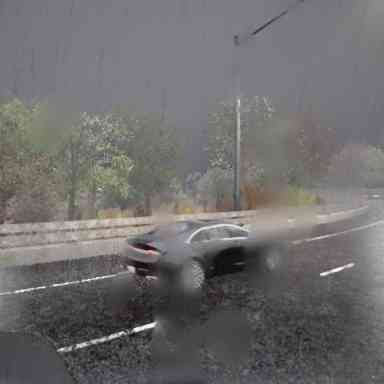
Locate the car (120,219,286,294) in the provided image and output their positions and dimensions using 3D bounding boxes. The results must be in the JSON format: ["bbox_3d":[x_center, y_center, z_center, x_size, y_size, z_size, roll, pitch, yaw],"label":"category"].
[{"bbox_3d":[0.530,1.488,8.869,4.902,1.511,2.128,0,0,-39],"label":"car"}]

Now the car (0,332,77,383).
[{"bbox_3d":[-3.267,1.548,1.514,5.357,1.411,2.033,0,0,-36],"label":"car"}]
